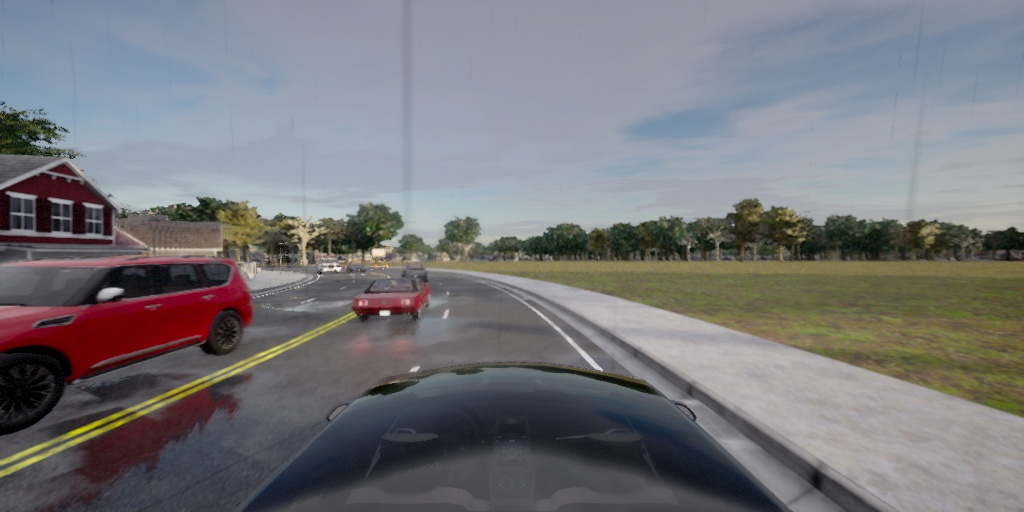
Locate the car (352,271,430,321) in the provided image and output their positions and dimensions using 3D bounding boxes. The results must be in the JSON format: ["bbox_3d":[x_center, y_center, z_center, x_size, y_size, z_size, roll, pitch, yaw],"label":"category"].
[{"bbox_3d":[-4.019,1.409,12.757,1.895,1.301,4.718,0,0,-7],"label":"car"}]

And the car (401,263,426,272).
[{"bbox_3d":[-8.225,1.372,30.162,2.128,1.511,4.902,0,0,-19],"label":"car"}]

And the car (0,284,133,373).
[{"bbox_3d":[-10.045,1.361,5.935,2.033,1.411,5.357,0,0,-3],"label":"car"}]

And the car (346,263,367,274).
[{"bbox_3d":[-20.514,1.572,47.267,1.994,1.385,4.181,-1,0,-33],"label":"car"}]

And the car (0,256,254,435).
[{"bbox_3d":[-6.830,1.019,5.837,2.150,2.045,5.566,0,0,-3],"label":"car"}]

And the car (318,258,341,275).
[{"bbox_3d":[-23.290,1.259,45.634,2.150,2.045,5.566,0,0,-33],"label":"car"}]
